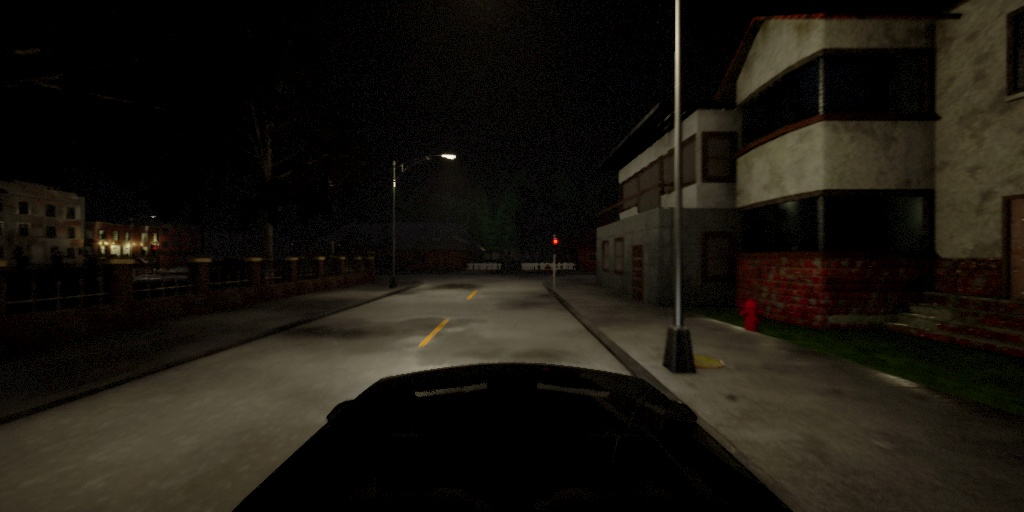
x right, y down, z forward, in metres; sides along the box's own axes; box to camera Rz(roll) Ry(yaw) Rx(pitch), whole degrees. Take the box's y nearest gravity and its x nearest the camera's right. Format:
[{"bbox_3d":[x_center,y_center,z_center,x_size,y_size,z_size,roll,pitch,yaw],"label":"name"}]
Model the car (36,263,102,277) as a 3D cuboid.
[{"bbox_3d":[-39.446,1.292,32.340,4.718,1.301,1.895,0,0,0],"label":"car"}]
